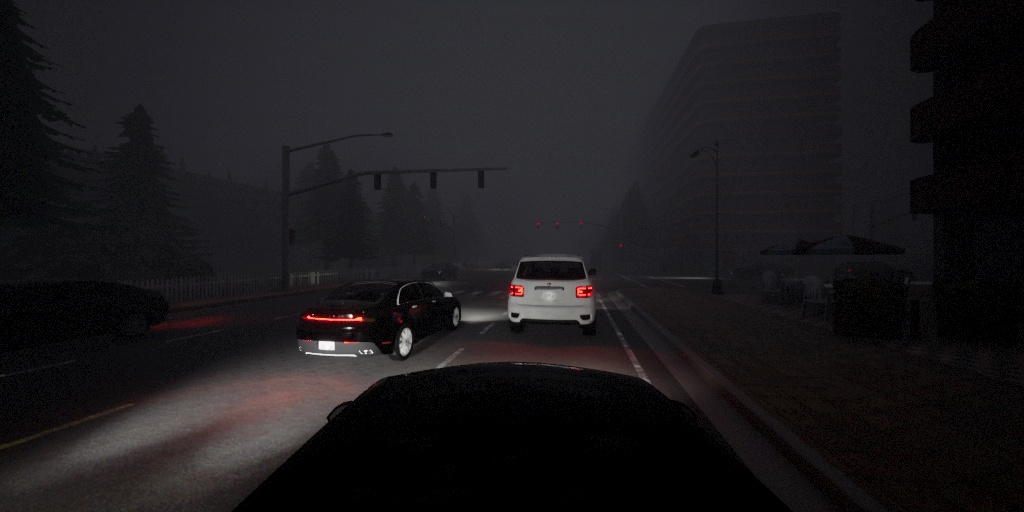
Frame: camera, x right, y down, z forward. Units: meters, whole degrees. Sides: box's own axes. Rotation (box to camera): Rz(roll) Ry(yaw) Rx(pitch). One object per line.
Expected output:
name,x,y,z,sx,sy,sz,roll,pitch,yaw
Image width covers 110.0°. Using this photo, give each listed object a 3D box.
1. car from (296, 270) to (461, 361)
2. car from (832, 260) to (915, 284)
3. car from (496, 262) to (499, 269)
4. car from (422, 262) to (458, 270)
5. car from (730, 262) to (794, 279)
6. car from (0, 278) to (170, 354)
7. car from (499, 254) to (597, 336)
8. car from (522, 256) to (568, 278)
car,-2.661,1.255,8.387,1.837,1.490,4.892,0,0,11
car,27.806,1.157,27.644,4.553,1.767,2.097,0,0,10
car,-1.255,1.275,57.426,1.812,1.442,4.674,0,0,10
car,-6.046,1.231,30.363,1.882,1.535,5.008,0,0,10
car,22.461,1.296,32.316,4.902,1.511,2.128,0,0,10
car,-10.114,1.255,7.318,1.837,1.490,4.892,0,0,10
car,1.320,0.971,10.719,2.150,2.045,5.566,0,0,10
car,3.289,0.997,36.975,2.150,2.045,5.566,-1,1,-27
